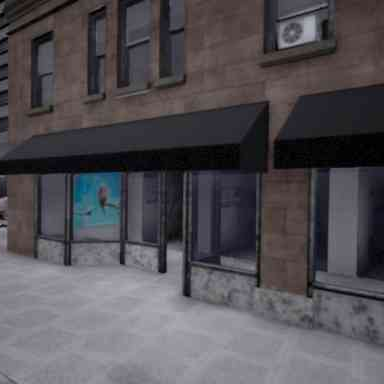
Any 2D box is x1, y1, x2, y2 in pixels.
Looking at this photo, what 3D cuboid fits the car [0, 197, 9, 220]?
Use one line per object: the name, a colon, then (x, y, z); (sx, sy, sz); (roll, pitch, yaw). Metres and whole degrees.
car: (-11.024, 1.001, 21.589); (2.033, 1.411, 5.357); (1, 1, 35)
